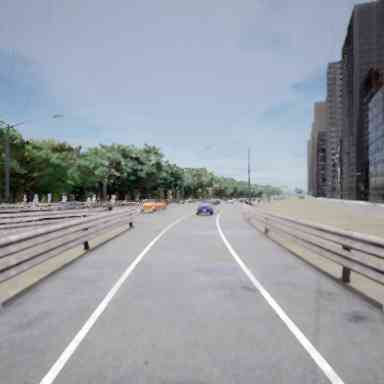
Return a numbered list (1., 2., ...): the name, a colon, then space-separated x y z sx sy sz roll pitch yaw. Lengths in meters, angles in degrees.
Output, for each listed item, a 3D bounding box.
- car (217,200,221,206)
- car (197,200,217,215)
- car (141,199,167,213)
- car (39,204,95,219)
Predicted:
1. car: 5.256 2.480 77.164 2.033 1.411 5.357 0 -1 18
2. car: 1.663 1.960 39.933 1.812 1.442 4.674 0 -1 7
3. car: -5.031 1.772 44.739 2.097 1.767 4.553 0 -1 18
4. car: -10.364 1.729 27.922 2.033 1.411 5.357 0 -1 18
